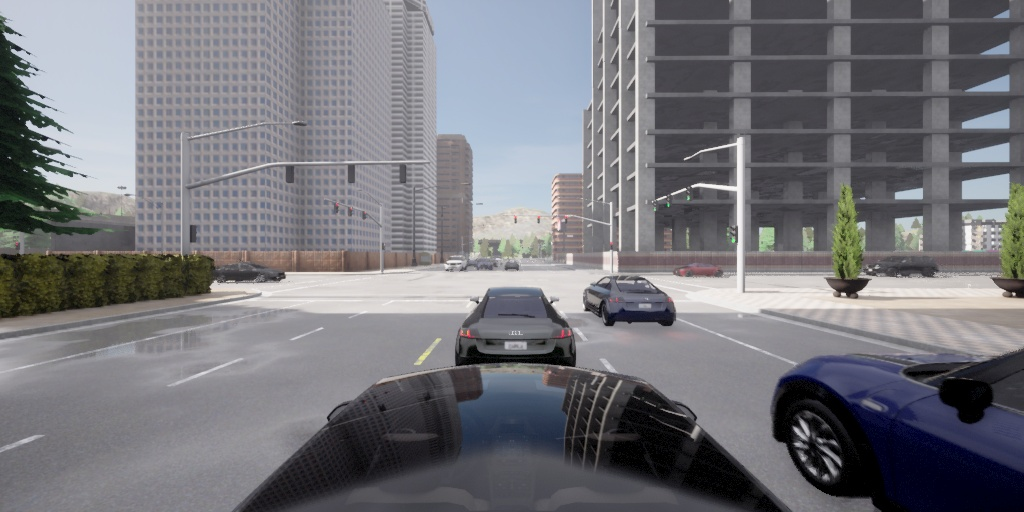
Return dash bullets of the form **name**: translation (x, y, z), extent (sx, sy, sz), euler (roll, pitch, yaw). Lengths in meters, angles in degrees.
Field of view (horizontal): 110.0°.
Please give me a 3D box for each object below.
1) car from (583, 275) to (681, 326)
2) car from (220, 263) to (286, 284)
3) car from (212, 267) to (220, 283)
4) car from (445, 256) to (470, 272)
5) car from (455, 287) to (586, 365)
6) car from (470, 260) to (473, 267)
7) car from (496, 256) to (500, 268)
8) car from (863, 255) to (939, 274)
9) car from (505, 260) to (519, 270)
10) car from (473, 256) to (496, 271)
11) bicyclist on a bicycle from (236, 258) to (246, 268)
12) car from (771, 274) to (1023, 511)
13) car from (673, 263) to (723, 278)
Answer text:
- **car**: translation (3.576, 1.314, 11.646), extent (1.994, 1.385, 4.181), euler (0, 0, 0)
- **car**: translation (-19.645, 1.255, 26.853), extent (4.892, 1.490, 1.837), euler (0, 0, 0)
- **car**: translation (-22.664, 1.297, 23.340), extent (5.357, 1.411, 2.033), euler (0, 0, 0)
- **car**: translation (-7.273, 0.969, 47.061), extent (2.150, 2.045, 5.566), euler (0, 0, 1)
- **car**: translation (0.058, 1.314, 7.385), extent (1.994, 1.385, 4.181), euler (0, 0, 0)
- **car**: translation (-7.037, 1.314, 61.730), extent (1.994, 1.385, 4.181), euler (0, 0, 1)
- **car**: translation (-3.564, 1.105, 60.305), extent (2.097, 1.767, 4.553), euler (0, 0, 1)
- **car**: translation (36.434, 0.971, 33.658), extent (5.566, 2.045, 2.150), euler (0, 0, 0)
- **car**: translation (0.002, 1.314, 52.706), extent (1.994, 1.385, 4.181), euler (0, 0, 1)
- **car**: translation (-3.731, 1.102, 50.025), extent (2.097, 1.767, 4.553), euler (0, 0, 1)
- **bicyclist on a bicycle**: translation (-29.393, 1.051, 38.866), extent (0.582, 1.620, 1.656), euler (0, 0, 0)
- **car**: translation (3.600, 1.102, 1.647), extent (2.097, 1.767, 4.553), euler (0, 0, 0)
- **car**: translation (17.505, 1.313, 33.784), extent (4.181, 1.385, 1.994), euler (0, 0, 0)
